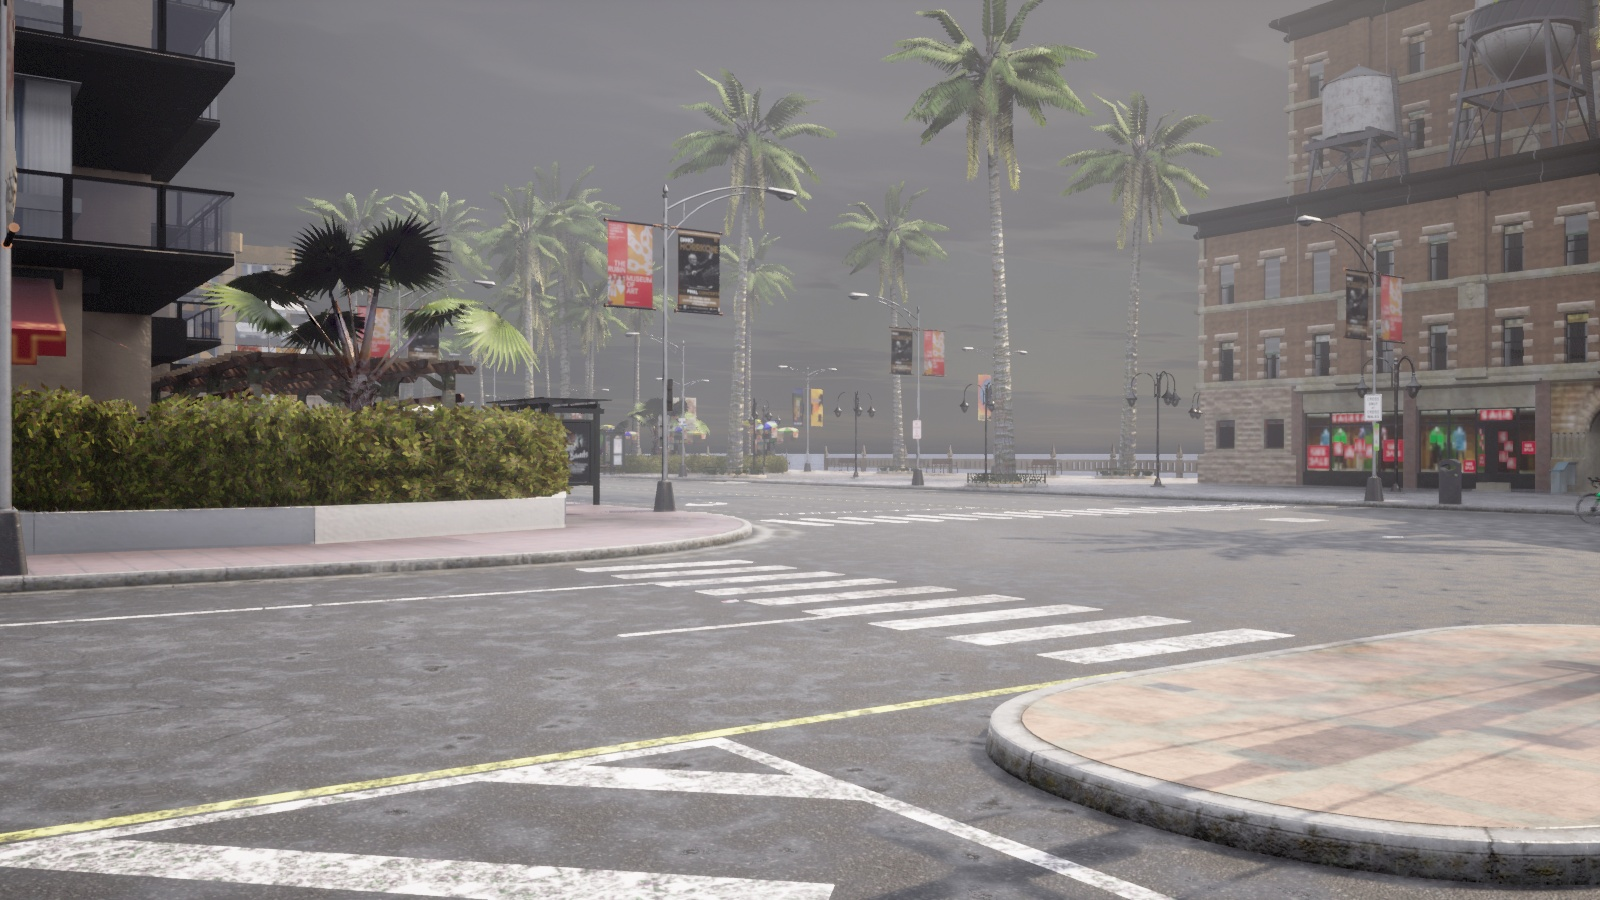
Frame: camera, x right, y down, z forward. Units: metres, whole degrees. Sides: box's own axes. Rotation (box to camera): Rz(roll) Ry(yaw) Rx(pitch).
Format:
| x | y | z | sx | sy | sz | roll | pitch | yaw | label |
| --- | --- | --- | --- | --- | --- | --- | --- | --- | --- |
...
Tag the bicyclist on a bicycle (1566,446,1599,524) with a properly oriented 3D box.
| x | y | z | sx | sy | sz | roll | pitch | yaw | label |
| --- | --- | --- | --- | --- | --- | --- | --- | --- | --- |
| 16.985 | 0.726 | 26.168 | 0.582 | 1.620 | 1.656 | 0 | 0 | -34 | bicyclist on a bicycle |
